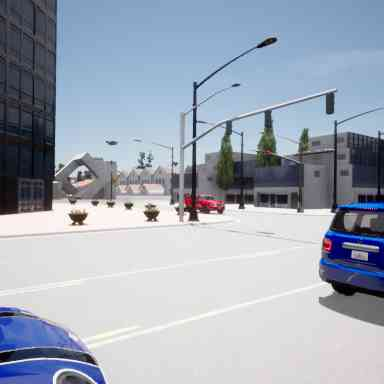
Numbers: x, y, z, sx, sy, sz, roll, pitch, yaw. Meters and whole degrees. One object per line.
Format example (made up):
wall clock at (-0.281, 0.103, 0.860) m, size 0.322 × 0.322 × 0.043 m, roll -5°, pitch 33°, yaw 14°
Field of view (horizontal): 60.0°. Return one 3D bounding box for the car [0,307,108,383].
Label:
car at (-2.729, 1.352, 1.796) m, size 4.553 × 1.767 × 2.097 m, roll 0°, pitch 0°, yaw -35°

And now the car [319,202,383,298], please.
car at (5.200, 1.239, 7.507) m, size 5.566 × 2.045 × 2.150 m, roll 0°, pitch 0°, yaw -35°

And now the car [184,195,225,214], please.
car at (1.299, 1.314, 36.715) m, size 2.150 × 2.045 × 5.566 m, roll 1°, pitch -1°, yaw -35°
